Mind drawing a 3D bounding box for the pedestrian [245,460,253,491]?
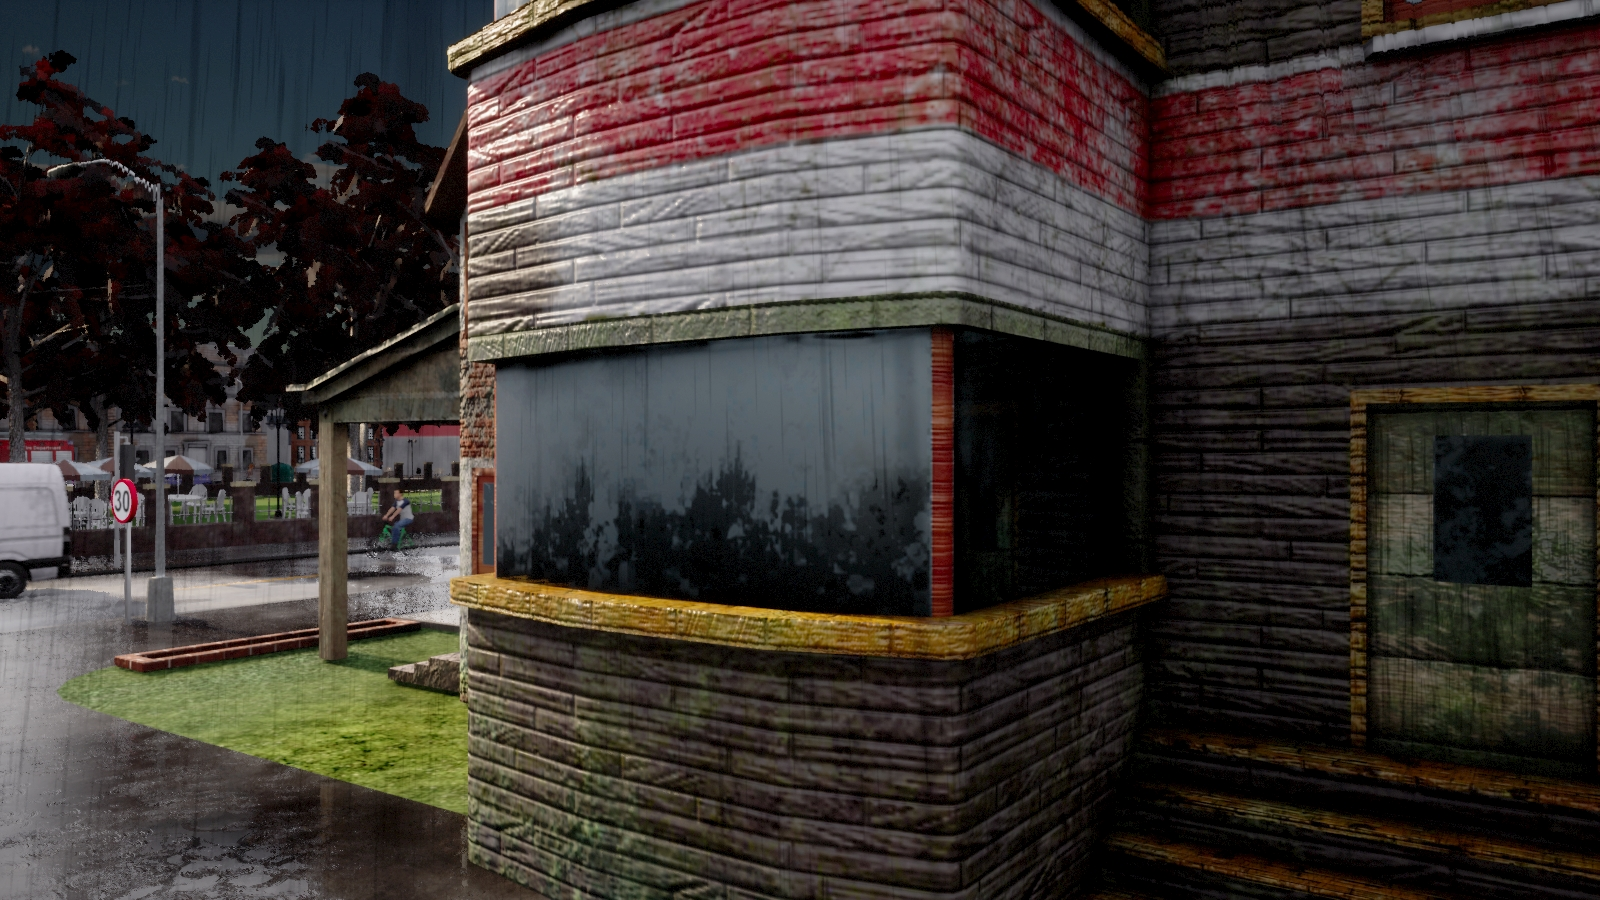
[{"bbox_3d":[-33.021,1.524,68.462,0.375,1.860,0.375,0,0,-38],"label":"pedestrian"}]

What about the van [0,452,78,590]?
[{"bbox_3d":[-16.639,1.315,20.499,1.988,2.561,5.915,0,0,35],"label":"van"}]
